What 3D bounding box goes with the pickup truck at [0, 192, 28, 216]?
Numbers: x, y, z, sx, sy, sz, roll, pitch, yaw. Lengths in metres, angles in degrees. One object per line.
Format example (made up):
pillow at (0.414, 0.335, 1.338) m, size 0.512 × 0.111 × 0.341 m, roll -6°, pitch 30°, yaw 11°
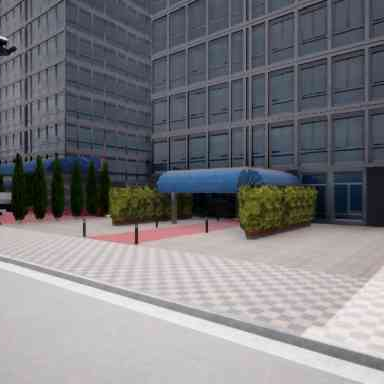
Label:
pickup truck at (-15.317, 1.059, 27.938) m, size 2.390 × 2.098 × 6.274 m, roll 0°, pitch 0°, yaw -22°
